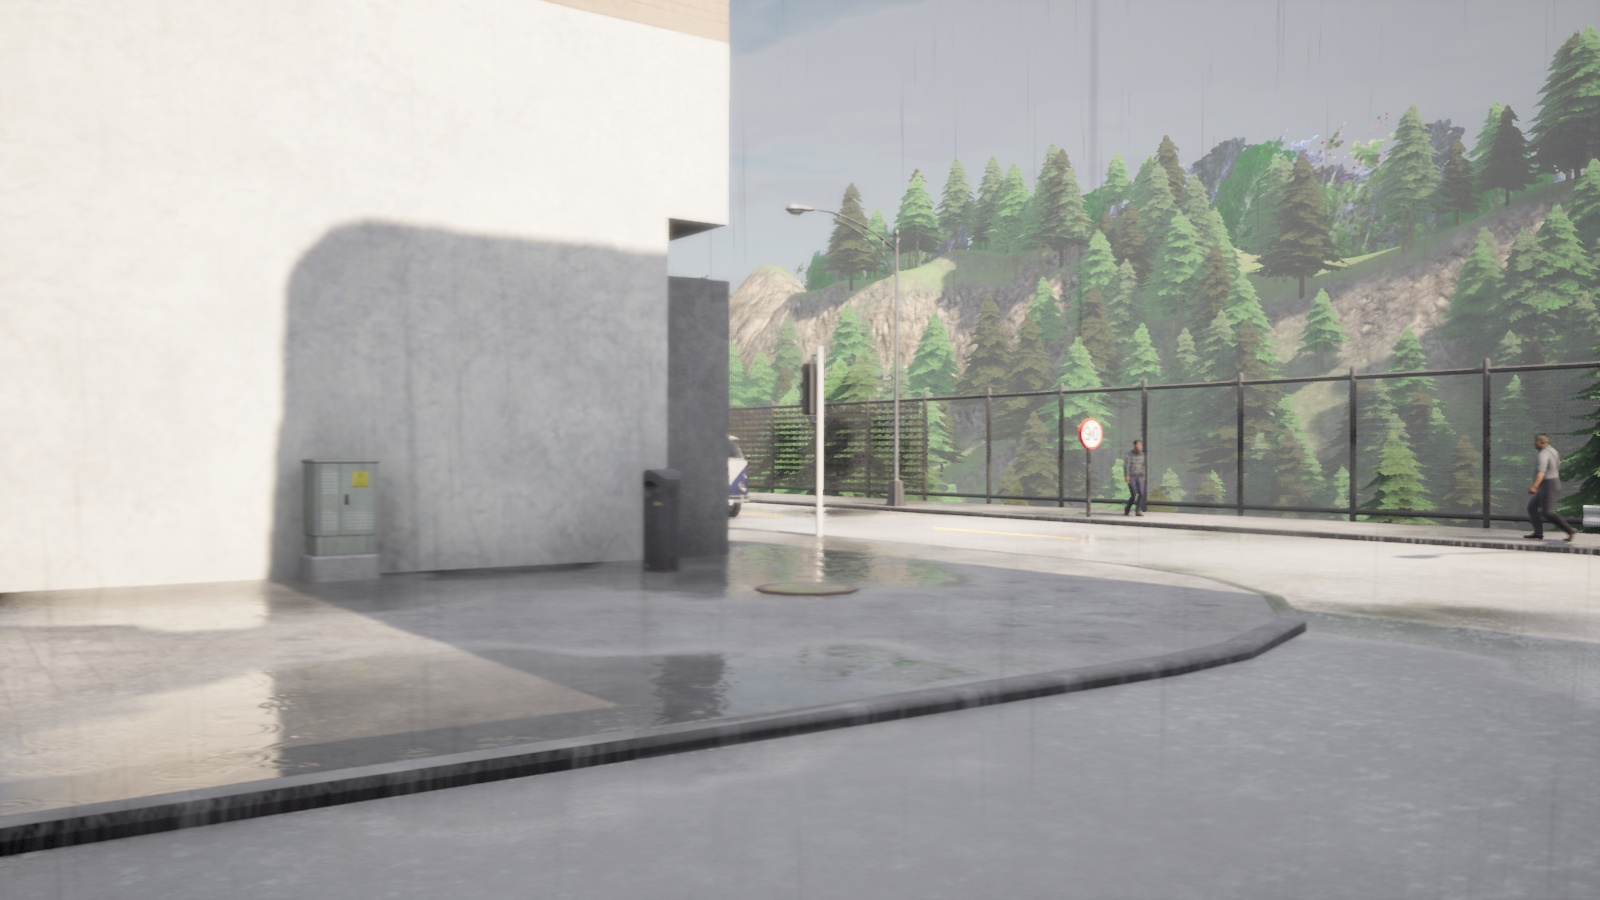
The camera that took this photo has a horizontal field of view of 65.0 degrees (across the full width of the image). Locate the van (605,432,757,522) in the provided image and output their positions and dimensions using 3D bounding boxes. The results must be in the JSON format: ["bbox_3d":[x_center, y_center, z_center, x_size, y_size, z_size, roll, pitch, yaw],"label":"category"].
[{"bbox_3d":[-2.921,0.602,29.952,1.775,1.987,4.442,0,0,-33],"label":"van"}]

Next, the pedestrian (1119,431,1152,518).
[{"bbox_3d":[7.561,0.546,28.326,0.423,1.949,0.788,0,0,-10],"label":"pedestrian"}]

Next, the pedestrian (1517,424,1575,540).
[{"bbox_3d":[12.178,0.516,20.512,0.540,1.848,0.694,0,0,-45],"label":"pedestrian"}]
